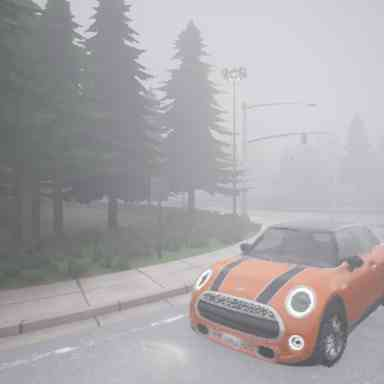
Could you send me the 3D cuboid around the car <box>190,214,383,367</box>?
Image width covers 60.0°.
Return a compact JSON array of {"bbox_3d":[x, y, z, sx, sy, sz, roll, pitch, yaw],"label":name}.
[{"bbox_3d":[2.038,1.352,6.011,2.097,1.767,4.553,0,0,43],"label":"car"}]
